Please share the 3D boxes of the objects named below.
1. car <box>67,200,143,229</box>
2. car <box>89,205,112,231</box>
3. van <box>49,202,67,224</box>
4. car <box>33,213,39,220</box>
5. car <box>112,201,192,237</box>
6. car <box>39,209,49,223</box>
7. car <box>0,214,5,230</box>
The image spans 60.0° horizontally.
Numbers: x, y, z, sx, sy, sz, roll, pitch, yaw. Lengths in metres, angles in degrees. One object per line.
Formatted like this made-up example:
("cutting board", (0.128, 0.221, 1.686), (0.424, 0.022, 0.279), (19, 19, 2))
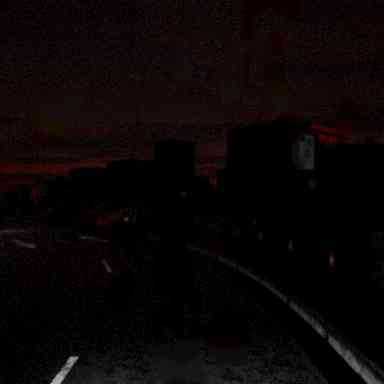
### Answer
("car", (-5.824, 1.634, 24.624), (5.566, 2.045, 2.435), (0, -2, -39))
("car", (-3.952, 1.816, 22.379), (5.008, 1.535, 2.097), (0, -2, -39))
("van", (-9.803, 1.840, 29.366), (4.442, 1.987, 1.878), (0, -2, -39))
("car", (-13.320, 2.268, 34.167), (5.366, 1.575, 1.946), (0, -2, -39))
("car", (-2.048, 1.620, 20.019), (4.553, 1.767, 2.185), (0, -2, -39))
("car", (-11.650, 2.038, 31.772), (4.553, 1.767, 2.185), (0, -2, -39))
("car", (-15.562, 2.074, 25.179), (1.837, 1.490, 4.892), (0, -2, -39))
